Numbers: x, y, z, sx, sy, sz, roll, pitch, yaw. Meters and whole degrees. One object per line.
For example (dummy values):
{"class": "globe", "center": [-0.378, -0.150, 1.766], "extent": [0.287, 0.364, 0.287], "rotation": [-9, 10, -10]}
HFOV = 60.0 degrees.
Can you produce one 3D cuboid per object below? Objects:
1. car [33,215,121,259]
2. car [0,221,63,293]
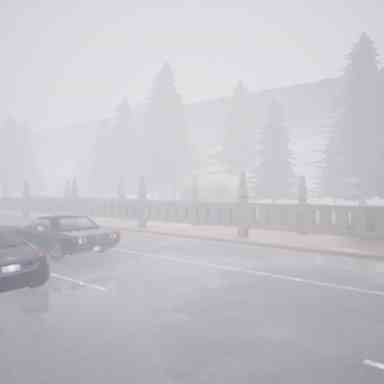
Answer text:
{"class": "car", "center": [-4.793, 1.466, 11.765], "extent": [4.718, 1.301, 1.895], "rotation": [1, 1, 36]}
{"class": "car", "center": [-5.188, 1.454, 7.738], "extent": [4.181, 1.385, 1.994], "rotation": [1, 1, 36]}
